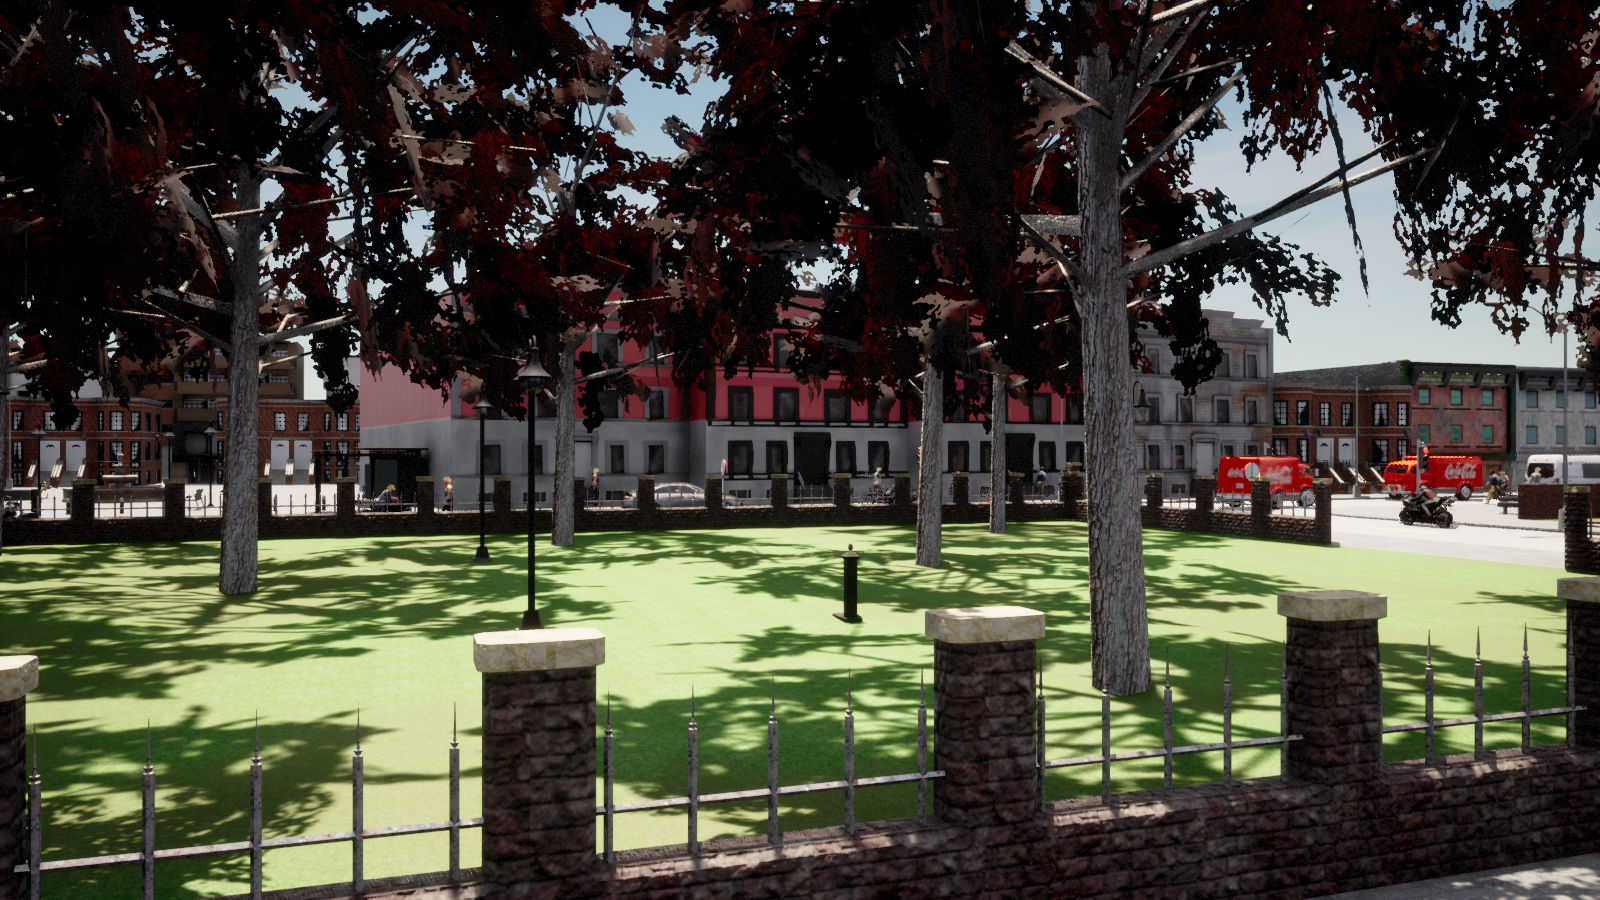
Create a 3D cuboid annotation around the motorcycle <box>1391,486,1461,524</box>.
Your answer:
[{"bbox_3d":[22.780,1.985,41.638,0.867,1.251,2.209,0,0,-20],"label":"motorcycle"}]

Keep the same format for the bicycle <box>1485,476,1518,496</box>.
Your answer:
[{"bbox_3d":[40.060,2.036,65.248,1.487,1.080,0.859,0,0,-18],"label":"bicycle"}]

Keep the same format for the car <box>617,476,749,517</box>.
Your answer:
[{"bbox_3d":[-4.678,1.827,45.707,4.902,1.511,2.128,0,0,-19],"label":"car"}]

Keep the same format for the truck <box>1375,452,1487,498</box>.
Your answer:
[{"bbox_3d":[35.004,1.348,63.458,5.204,2.467,2.627,0,0,-19],"label":"truck"}]

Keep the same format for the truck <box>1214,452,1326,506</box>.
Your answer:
[{"bbox_3d":[22.788,1.347,55.344,5.204,2.467,2.627,0,0,-36],"label":"truck"}]

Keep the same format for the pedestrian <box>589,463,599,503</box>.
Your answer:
[{"bbox_3d":[-9.649,1.524,53.497,0.375,1.860,0.375,0,0,-20],"label":"pedestrian"}]

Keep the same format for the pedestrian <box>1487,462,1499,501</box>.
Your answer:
[{"bbox_3d":[33.311,1.517,54.889,0.375,1.860,0.375,0,0,10],"label":"pedestrian"}]

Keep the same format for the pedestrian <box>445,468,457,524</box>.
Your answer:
[{"bbox_3d":[-11.672,1.523,38.240,0.375,1.860,0.375,0,0,-19],"label":"pedestrian"}]

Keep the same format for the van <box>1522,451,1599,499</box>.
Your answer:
[{"bbox_3d":[42.220,1.314,61.852,5.915,2.561,1.988,0,0,-18],"label":"van"}]

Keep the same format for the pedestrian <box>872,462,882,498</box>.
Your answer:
[{"bbox_3d":[3.920,1.523,58.364,0.375,1.860,0.375,0,0,-19],"label":"pedestrian"}]

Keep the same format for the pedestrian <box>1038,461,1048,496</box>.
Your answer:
[{"bbox_3d":[13.018,1.524,61.309,0.375,1.860,0.375,0,0,-21],"label":"pedestrian"}]

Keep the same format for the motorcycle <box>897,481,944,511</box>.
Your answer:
[{"bbox_3d":[5.153,1.962,48.870,1.805,1.236,0.856,0,0,-20],"label":"motorcycle"}]

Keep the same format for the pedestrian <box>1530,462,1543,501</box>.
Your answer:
[{"bbox_3d":[35.796,1.515,55.497,0.375,1.860,0.375,0,0,-16],"label":"pedestrian"}]
